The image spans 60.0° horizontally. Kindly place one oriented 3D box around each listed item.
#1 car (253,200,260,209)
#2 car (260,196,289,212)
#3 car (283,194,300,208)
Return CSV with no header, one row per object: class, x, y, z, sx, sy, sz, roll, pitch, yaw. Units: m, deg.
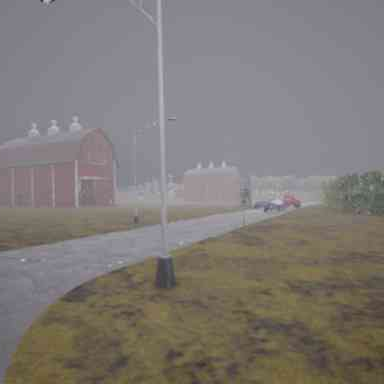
car,9.947,1.727,46.558,1.994,1.385,4.181,-2,-1,25
car,10.013,1.579,40.112,1.812,1.442,4.674,-2,-1,26
car,15.346,1.362,51.591,2.150,2.045,5.566,-2,-1,25
